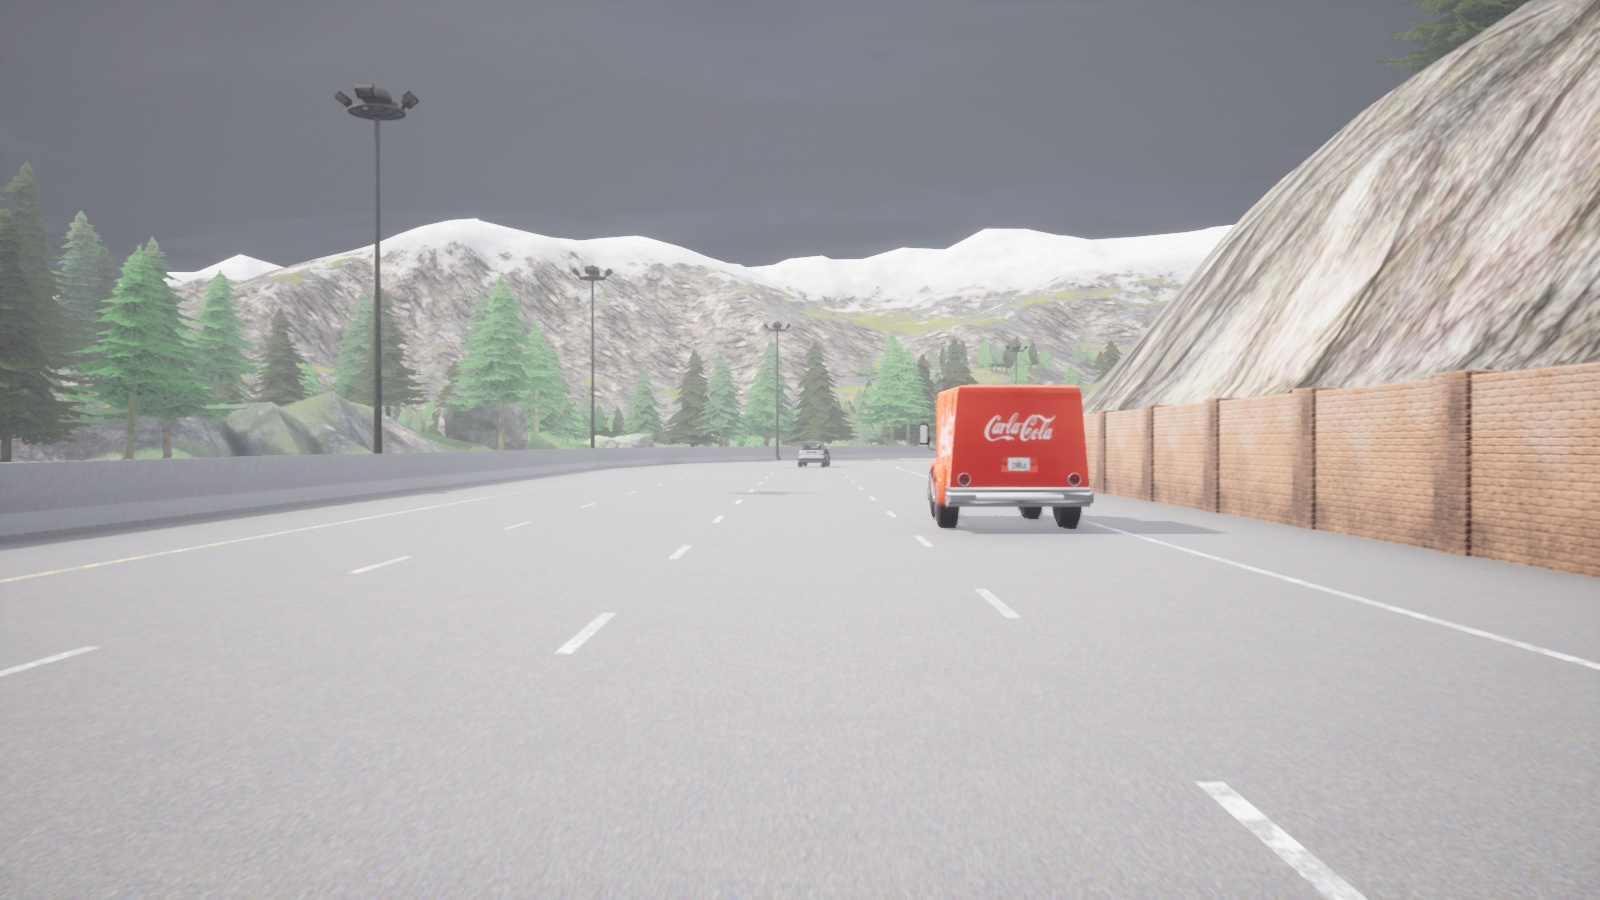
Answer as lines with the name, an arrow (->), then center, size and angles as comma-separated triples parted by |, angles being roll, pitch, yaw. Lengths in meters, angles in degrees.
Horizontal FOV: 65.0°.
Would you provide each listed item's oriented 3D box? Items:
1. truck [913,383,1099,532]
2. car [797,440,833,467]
truck -> 3.646, 0.127, 23.413 | 2.627, 2.467, 5.204 | 0, 0, 0
car -> 0.945, 0.201, 78.796 | 1.851, 1.617, 3.988 | 0, 0, 7
